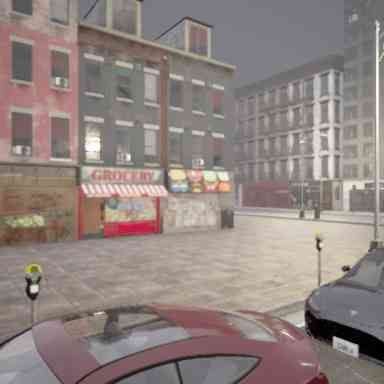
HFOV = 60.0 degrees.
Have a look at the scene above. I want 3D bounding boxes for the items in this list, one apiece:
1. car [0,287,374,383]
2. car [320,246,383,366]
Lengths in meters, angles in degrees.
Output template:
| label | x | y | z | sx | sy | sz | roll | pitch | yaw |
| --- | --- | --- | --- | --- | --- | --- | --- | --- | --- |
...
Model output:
| label | x | y | z | sx | sy | sz | roll | pitch | yaw |
| --- | --- | --- | --- | --- | --- | --- | --- | --- | --- |
| car | -0.735 | 1.584 | 2.288 | 4.206 | 1.307 | 1.802 | 0 | 0 | -35 |
| car | 3.705 | 1.584 | 5.453 | 4.313 | 1.339 | 1.947 | 0 | 0 | -35 |
